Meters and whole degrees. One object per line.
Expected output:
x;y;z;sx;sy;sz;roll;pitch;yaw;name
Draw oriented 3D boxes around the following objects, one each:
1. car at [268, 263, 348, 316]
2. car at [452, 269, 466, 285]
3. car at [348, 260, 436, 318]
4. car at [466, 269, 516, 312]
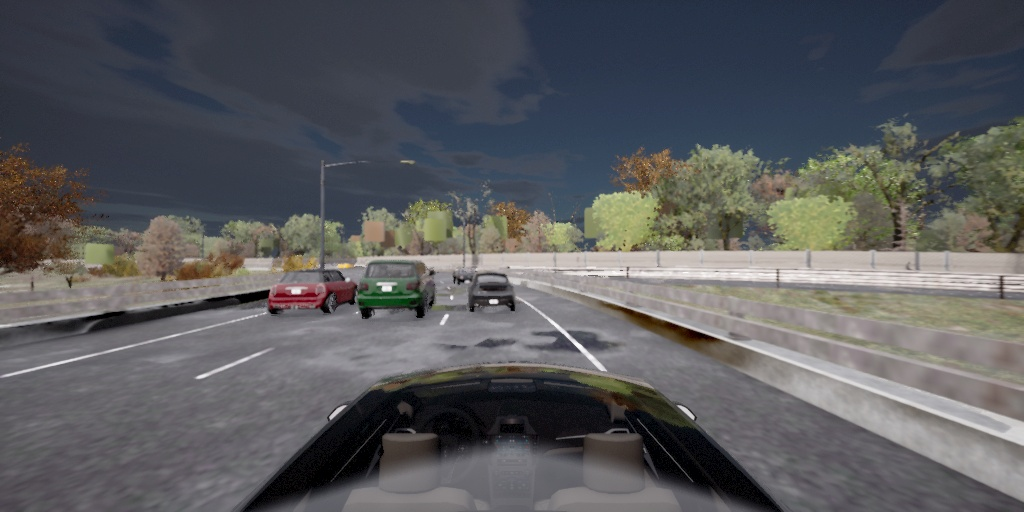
-7.928;1.316;14.853;2.097;1.767;4.553;0;-1;-7;car
-4.023;1.773;30.856;1.895;1.301;4.718;0;-1;-15;car
-4.302;1.163;14.105;2.150;2.045;5.566;0;-1;-7;car
-0.967;1.453;15.570;1.837;1.490;4.892;0;0;-7;car
